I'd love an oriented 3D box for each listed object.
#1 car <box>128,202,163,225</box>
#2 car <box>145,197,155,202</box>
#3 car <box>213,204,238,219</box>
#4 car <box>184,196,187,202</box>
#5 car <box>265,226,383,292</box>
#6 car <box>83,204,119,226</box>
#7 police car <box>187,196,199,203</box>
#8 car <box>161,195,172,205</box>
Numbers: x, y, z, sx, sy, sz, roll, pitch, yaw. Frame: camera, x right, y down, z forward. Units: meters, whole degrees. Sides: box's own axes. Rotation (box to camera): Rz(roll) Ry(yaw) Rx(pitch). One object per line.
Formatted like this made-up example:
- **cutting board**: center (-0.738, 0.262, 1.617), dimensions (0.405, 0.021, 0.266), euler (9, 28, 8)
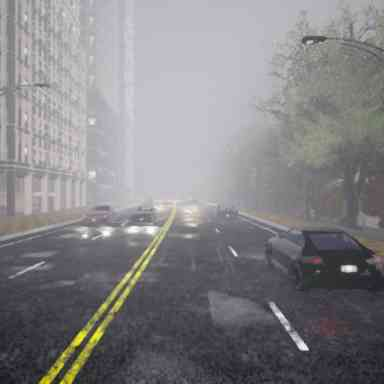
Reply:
- **car**: center (-3.522, 1.702, 25.014), dimensions (1.994, 1.385, 4.181), euler (0, 0, -1)
- **car**: center (-8.325, 1.870, 66.336), dimensions (1.837, 1.490, 4.892), euler (0, 0, -3)
- **car**: center (3.052, 1.771, 31.175), dimensions (1.895, 1.301, 4.718), euler (0, 0, -1)
- **car**: center (-0.337, 1.985, 90.377), dimensions (1.812, 1.442, 4.674), euler (0, 0, -5)
- **car**: center (3.342, 1.616, 9.092), dimensions (1.994, 1.385, 4.181), euler (0, 0, 0)
- **car**: center (-6.774, 1.665, 25.173), dimensions (1.812, 1.442, 4.674), euler (0, 0, -1)
- **police car**: center (0.559, 1.915, 79.357), dimensions (2.038, 1.542, 4.974), euler (0, 0, -4)
- **car**: center (-5.082, 1.840, 66.555), dimensions (1.882, 1.535, 5.008), euler (0, 0, -3)
